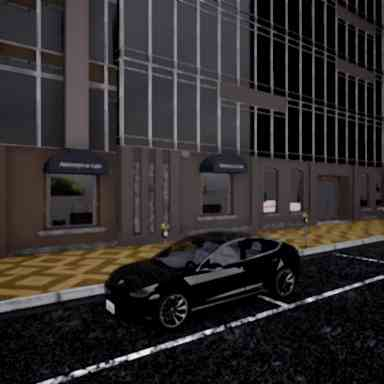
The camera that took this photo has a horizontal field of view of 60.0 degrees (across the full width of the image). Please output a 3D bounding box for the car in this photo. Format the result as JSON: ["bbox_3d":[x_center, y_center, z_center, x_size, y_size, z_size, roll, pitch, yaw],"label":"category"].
[{"bbox_3d":[0.412,1.532,6.822,4.313,1.339,1.947,-1,1,-35],"label":"car"}]
